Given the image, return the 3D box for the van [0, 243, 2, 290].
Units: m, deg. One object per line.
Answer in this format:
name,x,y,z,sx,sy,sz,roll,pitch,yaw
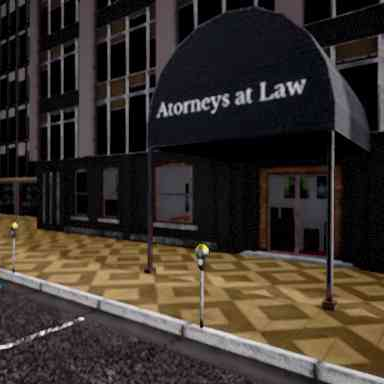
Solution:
van,-5.574,1.291,6.852,3.998,1.788,1.690,0,0,36
